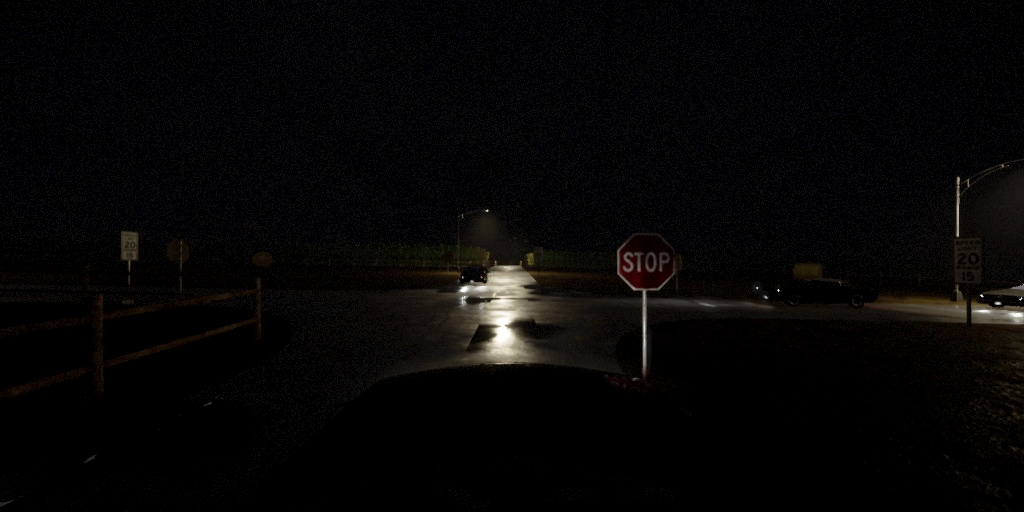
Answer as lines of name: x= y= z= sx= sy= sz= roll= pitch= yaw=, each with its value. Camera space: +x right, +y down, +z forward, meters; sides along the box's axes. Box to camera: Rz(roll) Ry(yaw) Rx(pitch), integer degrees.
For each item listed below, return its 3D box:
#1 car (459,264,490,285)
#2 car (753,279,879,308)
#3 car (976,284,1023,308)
car: x=-2.669 y=1.325 z=26.696 sx=2.033 sy=1.411 sz=5.357 roll=0 pitch=0 yaw=0
car: x=14.459 y=1.732 z=17.288 sx=4.718 sy=1.301 sz=1.895 roll=1 pitch=-1 yaw=0
car: x=26.076 y=1.952 z=17.270 sx=5.357 sy=1.411 sz=2.033 roll=1 pitch=-1 yaw=0
